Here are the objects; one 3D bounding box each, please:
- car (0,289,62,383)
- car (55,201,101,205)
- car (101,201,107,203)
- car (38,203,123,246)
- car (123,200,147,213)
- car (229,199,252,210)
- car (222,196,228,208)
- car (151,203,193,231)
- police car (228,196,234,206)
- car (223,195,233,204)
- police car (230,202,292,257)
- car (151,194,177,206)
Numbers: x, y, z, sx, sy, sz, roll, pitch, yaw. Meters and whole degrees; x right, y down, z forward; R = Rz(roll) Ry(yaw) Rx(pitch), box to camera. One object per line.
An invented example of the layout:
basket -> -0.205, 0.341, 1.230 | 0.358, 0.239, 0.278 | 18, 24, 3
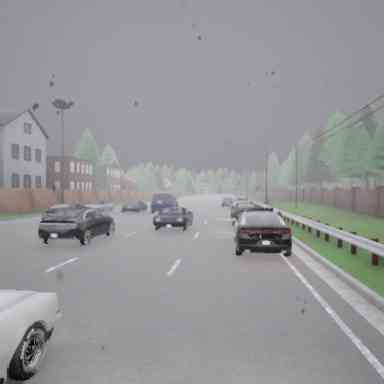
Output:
car -> -2.962, 1.599, 2.604 | 1.895, 1.301, 4.718 | 0, 0, 6
car -> -7.961, 1.489, 21.855 | 1.837, 1.490, 4.892 | 0, -1, 6
car -> -9.991, 1.581, 35.927 | 1.895, 1.301, 4.718 | 0, 0, 6
car -> -5.124, 1.483, 15.405 | 2.128, 1.511, 4.902 | 0, 0, 6
car -> -6.344, 1.543, 37.131 | 1.994, 1.385, 4.181 | 0, 0, 6
car -> 3.674, 1.492, 23.004 | 1.837, 1.490, 4.892 | 0, 0, 6
car -> 5.353, 1.536, 48.821 | 1.994, 1.385, 4.181 | 0, 0, 6
car -> -1.037, 1.589, 20.767 | 1.895, 1.301, 4.718 | 0, 0, 6
police car -> 4.317, 1.408, 29.080 | 1.930, 1.638, 5.238 | 0, 0, 6
car -> 6.922, 1.441, 63.628 | 1.882, 1.535, 5.008 | 0, 0, 6
police car -> 2.632, 1.417, 13.169 | 1.930, 1.638, 5.238 | 0, 0, 6
car -> -2.937, 1.197, 36.060 | 2.150, 2.045, 5.566 | 0, 0, 6
